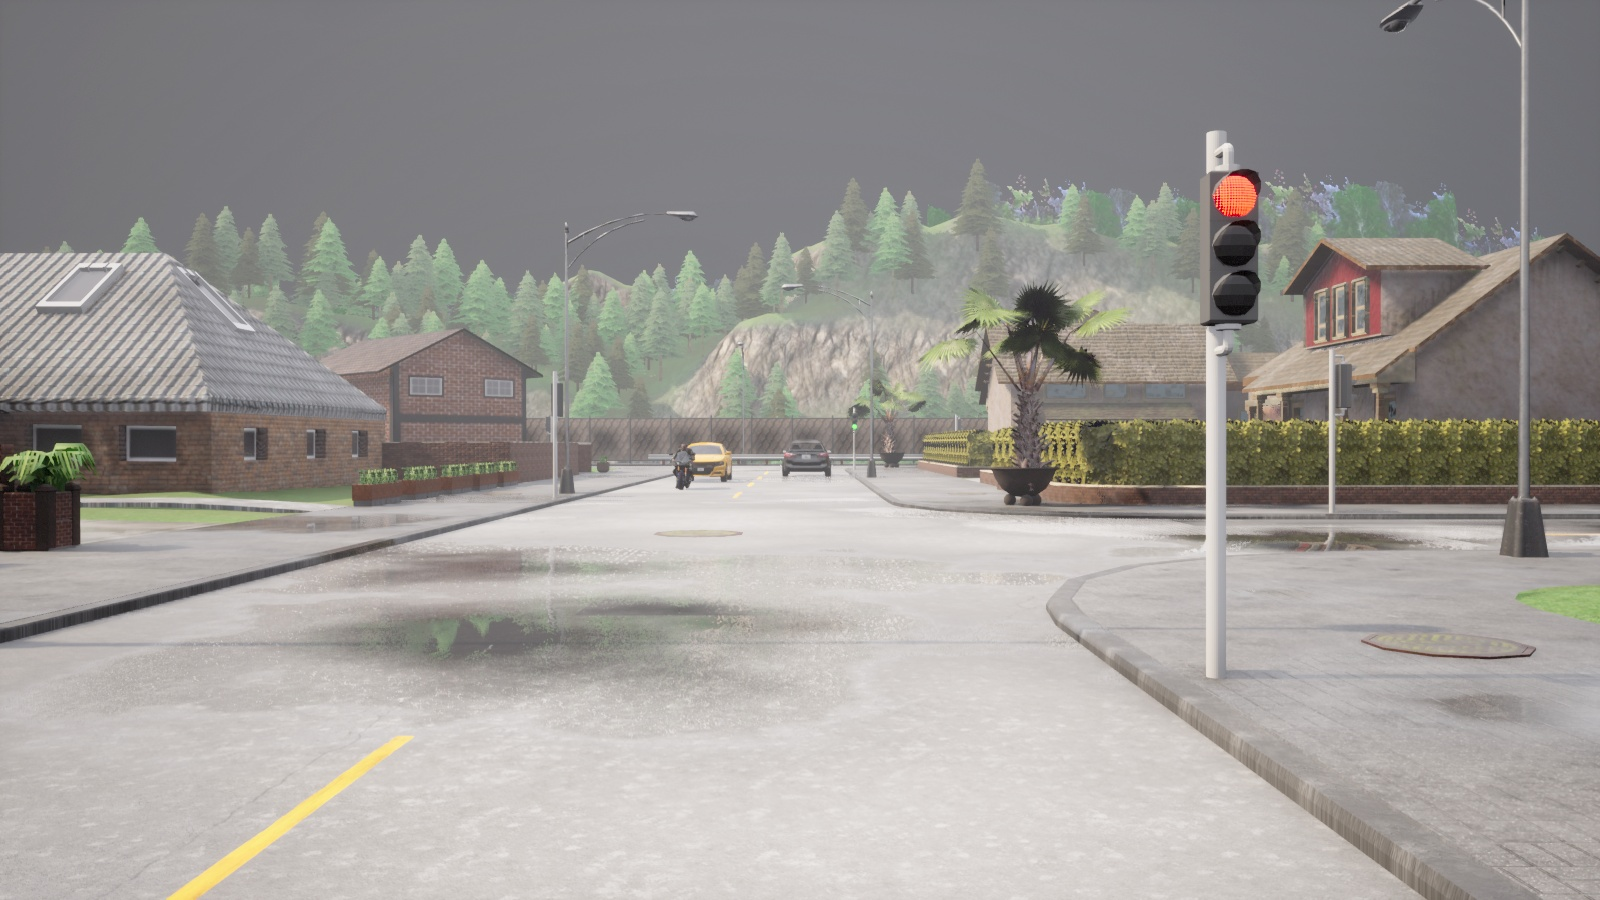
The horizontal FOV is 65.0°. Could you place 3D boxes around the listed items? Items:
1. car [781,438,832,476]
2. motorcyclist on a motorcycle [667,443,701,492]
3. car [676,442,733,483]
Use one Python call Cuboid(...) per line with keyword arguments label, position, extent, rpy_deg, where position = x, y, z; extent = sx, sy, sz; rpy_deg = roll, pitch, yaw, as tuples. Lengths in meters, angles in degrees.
Cuboid(label="car", position=(0.315, 0.269, 57.300), extent=(2.242, 1.667, 4.611), rpy_deg=(0, 0, 1))
Cuboid(label="motorcyclist on a motorcycle", position=(-3.750, 0.549, 40.694), extent=(0.866, 1.530, 2.191), rpy_deg=(0, 0, 1))
Cuboid(label="car", position=(-3.719, 0.441, 49.599), extent=(1.882, 1.535, 5.008), rpy_deg=(0, 0, 0))
